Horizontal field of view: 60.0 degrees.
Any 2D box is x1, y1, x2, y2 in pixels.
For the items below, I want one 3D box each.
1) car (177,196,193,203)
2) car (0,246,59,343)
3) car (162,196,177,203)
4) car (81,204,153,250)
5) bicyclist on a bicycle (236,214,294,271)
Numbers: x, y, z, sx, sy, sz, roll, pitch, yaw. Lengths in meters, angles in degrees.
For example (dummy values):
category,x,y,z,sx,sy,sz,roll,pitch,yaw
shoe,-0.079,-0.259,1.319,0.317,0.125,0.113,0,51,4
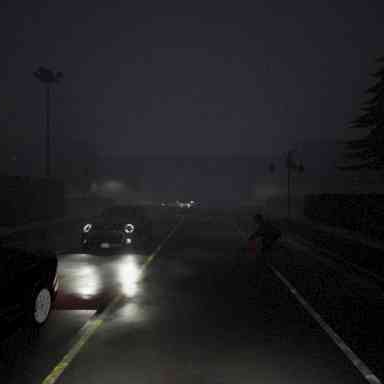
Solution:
category,x,y,z,sx,sy,sz,roll,pitch,yaw
car,-1.299,1.611,66.810,1.895,1.301,4.718,0,0,3
car,-3.485,1.477,4.158,1.882,1.535,5.008,0,0,3
car,-4.798,1.488,66.921,1.882,1.535,5.008,0,0,3
car,-3.019,1.351,14.230,2.097,1.767,4.553,0,0,3
bicyclist on a bicycle,2.052,1.445,9.447,1.656,1.620,0.582,-1,0,3
